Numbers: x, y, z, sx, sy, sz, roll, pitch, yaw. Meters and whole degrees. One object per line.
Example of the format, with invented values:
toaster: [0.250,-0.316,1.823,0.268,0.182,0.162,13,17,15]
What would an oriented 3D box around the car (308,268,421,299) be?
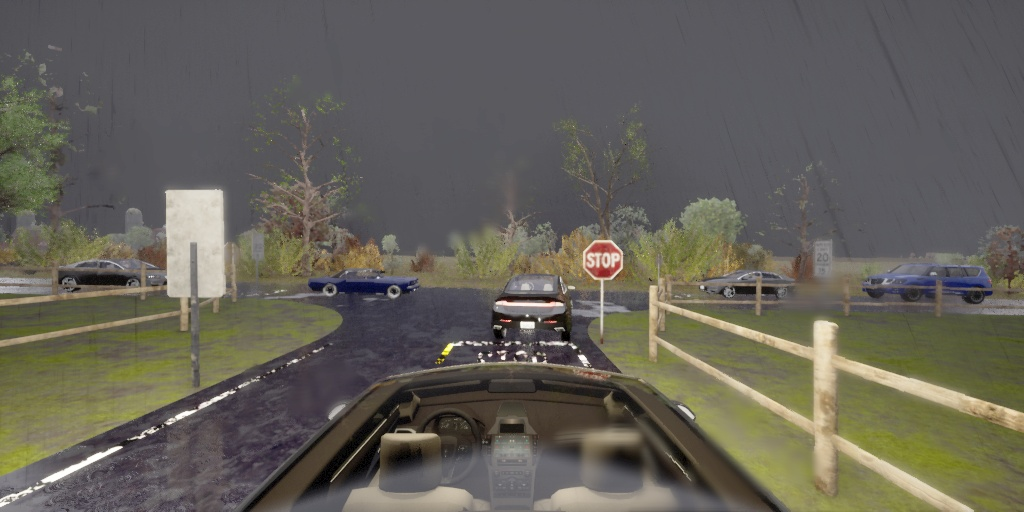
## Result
car: [-6.815,1.249,16.969,4.718,1.301,1.895,1,1,0]

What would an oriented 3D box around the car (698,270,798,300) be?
car: [13.012,1.526,19.888,4.902,1.511,2.128,1,1,0]

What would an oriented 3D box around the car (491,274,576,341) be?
car: [0.710,1.240,9.934,2.128,1.511,4.902,0,0,9]

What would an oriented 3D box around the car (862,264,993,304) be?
car: [22.907,1.467,19.873,5.566,2.045,2.150,1,1,0]

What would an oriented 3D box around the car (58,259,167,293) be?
car: [-18.483,0.886,16.990,4.902,1.511,2.128,1,1,0]
